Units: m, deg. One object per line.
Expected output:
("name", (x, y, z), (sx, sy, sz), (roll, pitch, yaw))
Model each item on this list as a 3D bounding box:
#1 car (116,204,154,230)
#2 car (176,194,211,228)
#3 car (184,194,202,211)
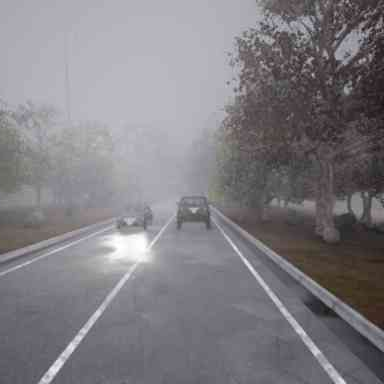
("car", (-3.593, 1.526, 21.572), (2.128, 1.511, 4.902), (0, 0, 0))
("car", (0.101, 1.257, 22.800), (2.150, 2.045, 5.566), (0, 0, 0))
("car", (0.103, 1.230, 42.505), (2.150, 2.045, 5.566), (0, 0, 0))
